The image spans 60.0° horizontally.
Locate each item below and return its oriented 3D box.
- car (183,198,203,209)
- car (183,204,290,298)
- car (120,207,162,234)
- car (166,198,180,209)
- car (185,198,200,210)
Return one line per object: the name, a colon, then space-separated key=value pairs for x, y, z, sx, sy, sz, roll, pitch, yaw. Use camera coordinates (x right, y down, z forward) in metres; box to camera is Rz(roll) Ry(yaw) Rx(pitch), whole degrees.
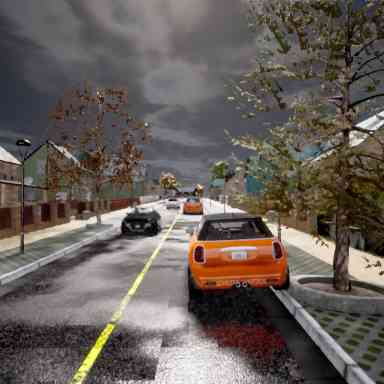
car: x=0.132 y=1.414 z=36.159 sx=2.097 sy=1.767 sz=4.553 roll=0 pitch=0 yaw=0
car: x=0.936 y=1.311 z=8.727 sx=2.097 sy=1.767 sz=4.553 roll=-3 pitch=-1 yaw=0
car: x=-2.819 y=1.592 z=19.231 sx=1.994 sy=1.385 sz=4.181 roll=0 pitch=0 yaw=0
car: x=-2.672 y=1.618 z=47.112 sx=1.812 sy=1.442 sz=4.674 roll=0 pitch=0 yaw=0
car: x=0.097 y=1.636 z=45.940 sx=2.033 sy=1.411 sz=5.357 roll=0 pitch=0 yaw=1
